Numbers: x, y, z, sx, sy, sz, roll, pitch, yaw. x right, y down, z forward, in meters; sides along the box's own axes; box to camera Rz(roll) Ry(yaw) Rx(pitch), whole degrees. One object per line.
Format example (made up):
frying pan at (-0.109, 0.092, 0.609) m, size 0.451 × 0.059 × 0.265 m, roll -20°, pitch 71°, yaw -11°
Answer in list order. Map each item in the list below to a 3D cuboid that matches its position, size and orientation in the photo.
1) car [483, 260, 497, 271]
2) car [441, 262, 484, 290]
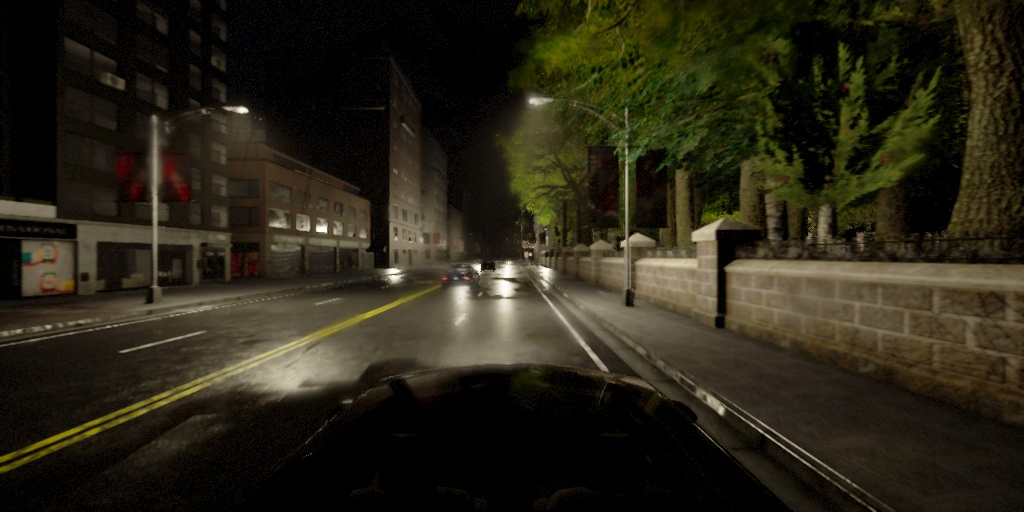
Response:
car at (-3.151, 1.239, 48.785) m, size 1.882 × 1.535 × 5.008 m, roll 0°, pitch 0°, yaw 0°
car at (-3.150, 1.302, 22.631) m, size 2.033 × 1.411 × 5.357 m, roll 0°, pitch 0°, yaw 0°
